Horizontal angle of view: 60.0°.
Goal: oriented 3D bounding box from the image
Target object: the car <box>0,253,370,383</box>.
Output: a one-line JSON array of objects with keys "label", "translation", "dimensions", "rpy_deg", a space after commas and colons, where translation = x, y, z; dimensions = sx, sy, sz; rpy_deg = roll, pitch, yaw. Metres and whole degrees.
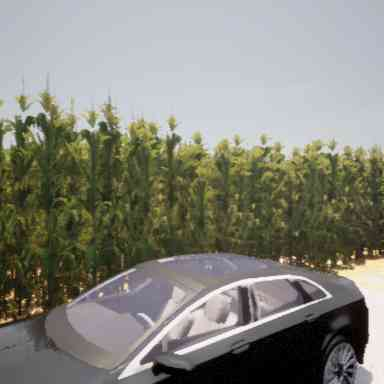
[{"label": "car", "translation": [-0.081, 1.494, 3.435], "dimensions": [4.902, 1.511, 2.128], "rpy_deg": [0, 0, -35]}]
